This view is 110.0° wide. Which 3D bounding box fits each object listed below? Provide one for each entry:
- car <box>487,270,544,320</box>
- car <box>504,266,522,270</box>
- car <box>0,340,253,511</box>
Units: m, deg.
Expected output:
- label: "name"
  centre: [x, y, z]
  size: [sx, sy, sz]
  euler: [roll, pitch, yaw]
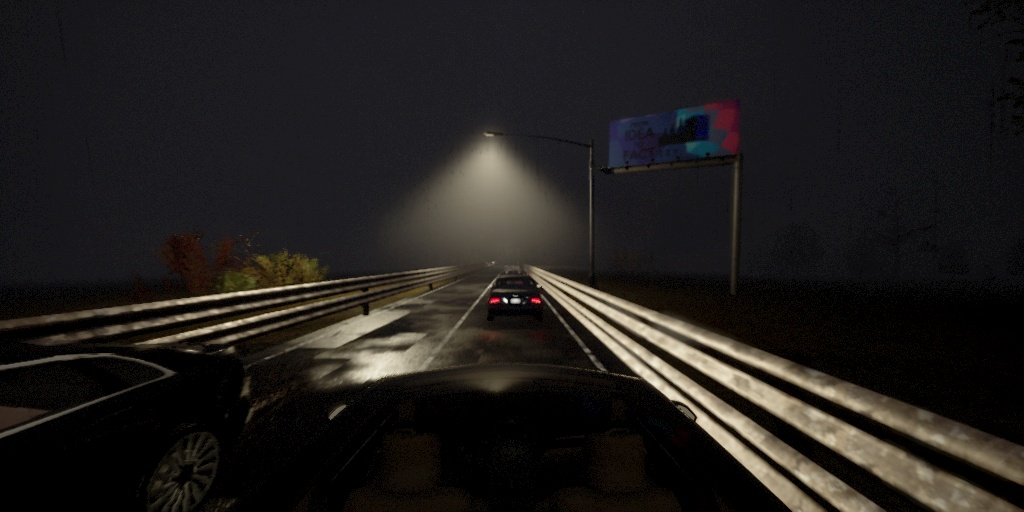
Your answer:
- label: "car"
  centre: [0.100, 1.395, 13.073]
  size: [2.033, 1.411, 5.357]
  euler: [0, 0, 0]
- label: "car"
  centre: [0.104, 1.649, 36.476]
  size: [1.895, 1.301, 4.718]
  euler: [0, 0, 0]
- label: "car"
  centre: [-3.348, 1.238, 1.312]
  size: [2.128, 1.511, 4.902]
  euler: [0, -1, 0]
